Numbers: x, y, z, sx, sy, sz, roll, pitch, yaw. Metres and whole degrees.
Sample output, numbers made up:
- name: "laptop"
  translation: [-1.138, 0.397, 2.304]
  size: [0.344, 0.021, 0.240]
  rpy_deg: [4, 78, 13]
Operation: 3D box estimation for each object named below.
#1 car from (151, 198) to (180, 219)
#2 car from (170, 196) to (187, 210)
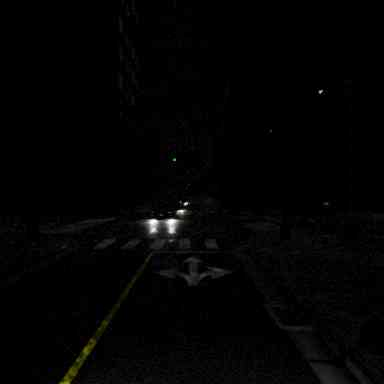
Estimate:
- name: "car"
  translation: [-2.368, 1.577, 29.006]
  size: [1.837, 1.490, 4.892]
  rpy_deg: [0, 0, 2]
- name: "car"
  translation: [-2.096, 1.286, 42.598]
  size: [2.097, 1.767, 4.553]
  rpy_deg: [0, -1, 0]
